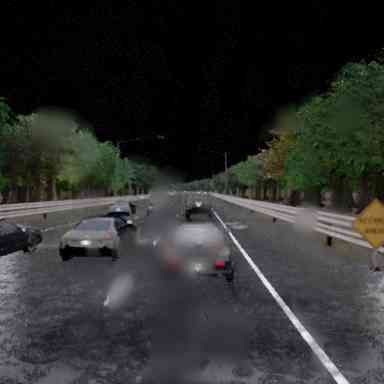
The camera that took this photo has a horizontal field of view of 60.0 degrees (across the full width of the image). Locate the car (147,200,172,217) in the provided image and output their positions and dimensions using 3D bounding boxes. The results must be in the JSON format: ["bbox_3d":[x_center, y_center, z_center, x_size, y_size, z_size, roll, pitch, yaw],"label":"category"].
[{"bbox_3d":[-2.887,1.424,30.305,2.128,1.511,4.902,0,0,1],"label":"car"}]

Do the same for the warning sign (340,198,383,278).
[{"bbox_3d":[4.631,1.103,8.405,1.300,1.860,1.060,0,0,1],"label":"warning sign"}]

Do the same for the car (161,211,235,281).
[{"bbox_3d":[0.179,1.510,9.726,1.812,1.442,4.674,0,0,1],"label":"car"}]

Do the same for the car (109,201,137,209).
[{"bbox_3d":[-6.371,1.494,31.009,1.994,1.385,4.181,0,0,1],"label":"car"}]

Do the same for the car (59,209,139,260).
[{"bbox_3d":[-3.258,1.543,12.367,1.994,1.385,4.181,0,0,1],"label":"car"}]

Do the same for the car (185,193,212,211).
[{"bbox_3d":[0.593,1.157,29.283,2.150,2.045,5.566,0,0,1],"label":"car"}]

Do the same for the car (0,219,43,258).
[{"bbox_3d":[-6.805,1.529,10.575,2.033,1.411,5.357,0,0,1],"label":"car"}]
